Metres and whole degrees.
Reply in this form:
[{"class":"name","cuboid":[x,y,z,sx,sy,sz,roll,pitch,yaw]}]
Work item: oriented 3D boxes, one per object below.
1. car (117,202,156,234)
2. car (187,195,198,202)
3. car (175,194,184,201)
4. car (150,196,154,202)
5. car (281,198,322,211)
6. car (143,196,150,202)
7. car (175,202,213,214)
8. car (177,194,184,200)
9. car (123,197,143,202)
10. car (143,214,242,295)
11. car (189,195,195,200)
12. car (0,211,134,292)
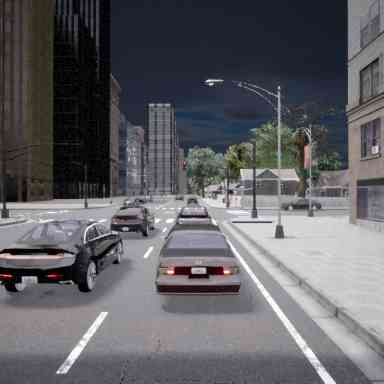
[{"class":"car","cuboid":[-3.141,1.504,18.149,1.837,1.490,4.892,0,0,0]},{"class":"car","cuboid":[0.116,1.499,62.336,1.837,1.490,4.892,0,0,0]},{"class":"car","cuboid":[-3.207,1.342,83.957,2.097,1.767,4.553,0,0,0]},{"class":"car","cuboid":[-9.713,1.517,73.264,1.812,1.442,4.674,0,0,0]},{"class":"car","cuboid":[13.303,1.554,40.768,4.892,1.490,1.837,0,-1,0]},{"class":"car","cuboid":[-9.761,1.595,63.152,1.895,1.301,4.718,0,0,1]},{"class":"car","cuboid":[0.107,1.491,17.872,2.128,1.511,4.902,0,0,0]},{"class":"car","cuboid":[-3.202,1.311,93.991,1.882,1.535,5.008,0,0,0]},{"class":"car","cuboid":[-9.799,1.487,53.832,2.128,1.511,4.902,0,0,1]},{"class":"car","cuboid":[0.095,1.545,8.818,2.033,1.411,5.357,0,0,-1]},{"class":"car","cuboid":[0.048,1.526,94.398,1.812,1.442,4.674,0,0,0]},{"class":"car","cuboid":[-3.147,1.492,8.889,2.128,1.511,4.902,0,0,0]}]
